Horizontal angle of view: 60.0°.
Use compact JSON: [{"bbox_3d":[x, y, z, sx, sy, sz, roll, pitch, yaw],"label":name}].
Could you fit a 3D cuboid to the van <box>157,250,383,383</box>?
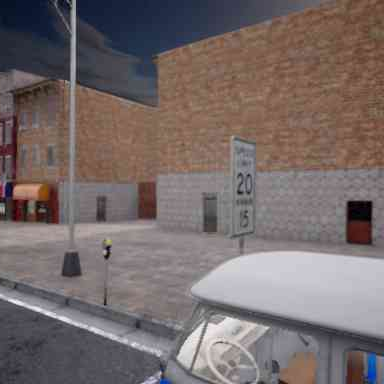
[{"bbox_3d":[1.598,1.338,1.645,3.998,1.788,1.690,-1,1,36],"label":"van"}]
